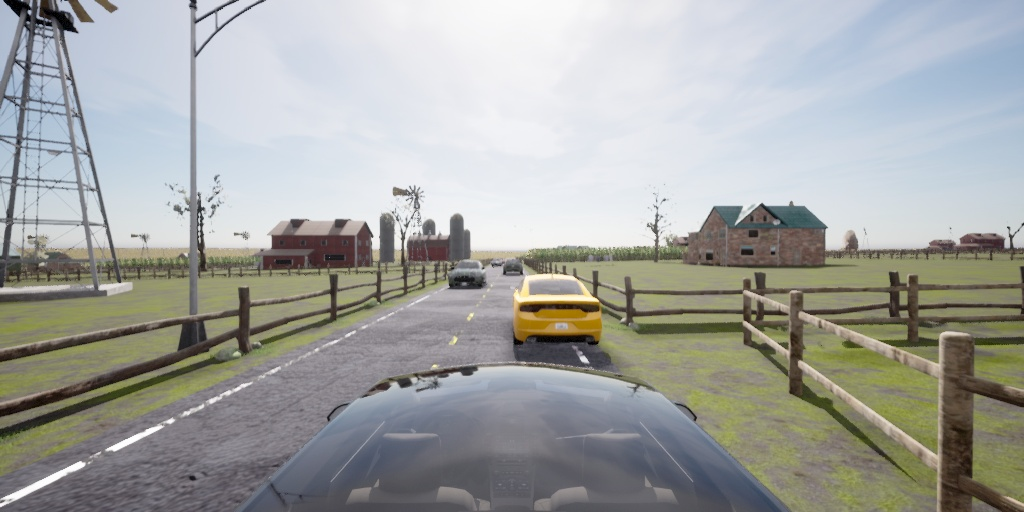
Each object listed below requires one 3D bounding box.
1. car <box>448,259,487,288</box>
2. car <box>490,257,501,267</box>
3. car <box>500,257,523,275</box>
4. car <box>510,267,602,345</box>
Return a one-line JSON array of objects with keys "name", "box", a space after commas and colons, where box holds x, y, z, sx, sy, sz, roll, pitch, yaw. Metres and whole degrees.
[{"name": "car", "box": [-2.828, 1.085, 23.590, 2.097, 1.767, 4.553, 0, 0, 0]}, {"name": "car", "box": [-2.754, 1.237, 64.069, 1.837, 1.490, 4.892, 0, 0, 0]}, {"name": "car", "box": [0.114, 1.082, 39.349, 2.097, 1.767, 4.553, 0, 0, 0]}, {"name": "car", "box": [0.971, 1.221, 9.486, 1.882, 1.535, 5.008, 0, 0, 0]}]
